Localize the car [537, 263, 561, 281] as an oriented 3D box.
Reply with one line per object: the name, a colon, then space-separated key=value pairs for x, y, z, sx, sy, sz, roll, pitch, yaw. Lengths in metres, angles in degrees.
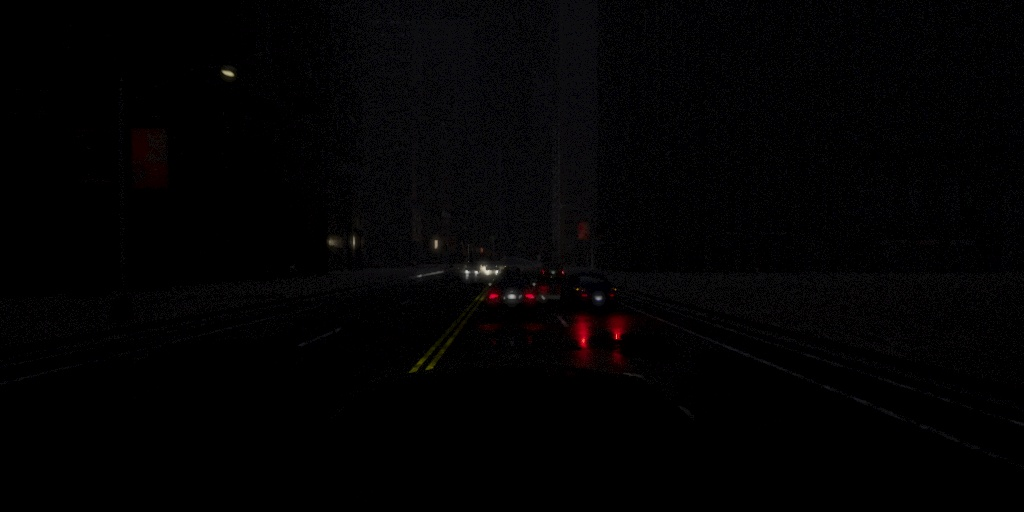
car: x=3.254 y=1.358 z=30.251 sx=2.097 sy=1.767 sz=4.553 roll=0 pitch=-1 yaw=0

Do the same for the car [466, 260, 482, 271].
car: x=-6.599 y=1.746 z=60.596 sx=1.837 sy=1.490 sz=4.892 roll=0 pitch=-1 yaw=1

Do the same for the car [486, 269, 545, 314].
car: x=0.003 y=1.415 z=14.343 sx=2.033 sy=1.411 sz=5.357 roll=0 pitch=0 yaw=0

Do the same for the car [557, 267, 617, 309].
car: x=3.269 y=1.406 z=15.743 sx=1.812 sy=1.442 sz=4.674 roll=0 pitch=0 yaw=1

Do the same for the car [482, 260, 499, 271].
car: x=-3.349 y=1.593 z=60.686 sx=2.097 sy=1.767 sz=4.553 roll=0 pitch=0 yaw=0

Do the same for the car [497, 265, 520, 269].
car: x=0.002 y=1.571 z=30.252 sx=1.994 sy=1.385 sz=4.181 roll=0 pitch=0 yaw=1
